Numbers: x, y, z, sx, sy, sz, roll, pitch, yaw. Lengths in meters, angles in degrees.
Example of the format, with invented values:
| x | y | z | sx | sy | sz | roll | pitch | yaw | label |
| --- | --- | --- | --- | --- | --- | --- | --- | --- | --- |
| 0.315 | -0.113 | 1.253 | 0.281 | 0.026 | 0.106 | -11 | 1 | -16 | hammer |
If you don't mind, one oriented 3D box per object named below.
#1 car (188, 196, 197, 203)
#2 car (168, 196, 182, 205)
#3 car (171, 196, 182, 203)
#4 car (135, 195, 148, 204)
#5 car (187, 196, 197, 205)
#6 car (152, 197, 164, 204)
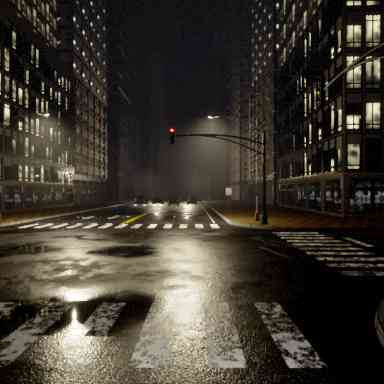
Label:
| x | y | z | sx | sy | sz | roll | pitch | yaw | label |
| --- | --- | --- | --- | --- | --- | --- | --- | --- | --- |
| 0.029 | 1.583 | 70.548 | 1.895 | 1.301 | 4.718 | 0 | 0 | 0 | car |
| -3.226 | 1.647 | 59.684 | 2.033 | 1.411 | 5.357 | 0 | 0 | 0 | car |
| -3.222 | 1.522 | 70.103 | 1.994 | 1.385 | 4.181 | 0 | 0 | 0 | car |
| -9.724 | 1.468 | 64.302 | 2.097 | 1.767 | 4.553 | 0 | 0 | 0 | car |
| 0.025 | 1.648 | 60.100 | 2.033 | 1.411 | 5.357 | 0 | 0 | 0 | car |
| -6.474 | 1.680 | 64.271 | 1.994 | 1.385 | 4.181 | 0 | 0 | 0 | car |
